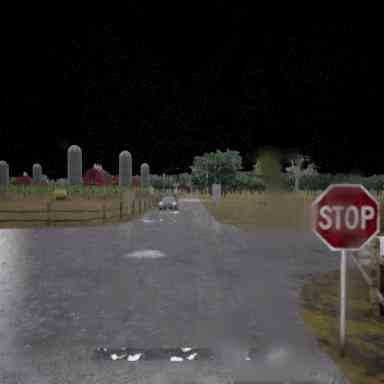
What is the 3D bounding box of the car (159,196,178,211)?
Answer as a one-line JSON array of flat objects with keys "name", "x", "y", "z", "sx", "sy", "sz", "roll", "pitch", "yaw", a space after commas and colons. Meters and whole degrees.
[{"name": "car", "x": -2.763, "y": 1.282, "z": 39.705, "sx": 2.097, "sy": 1.767, "sz": 4.553, "roll": 0, "pitch": 0, "yaw": 0}]
